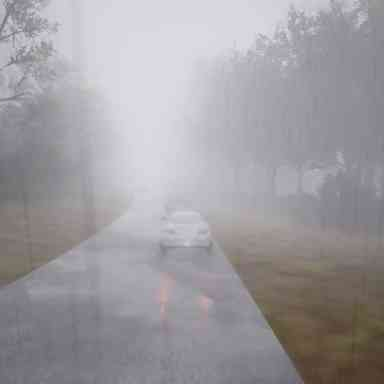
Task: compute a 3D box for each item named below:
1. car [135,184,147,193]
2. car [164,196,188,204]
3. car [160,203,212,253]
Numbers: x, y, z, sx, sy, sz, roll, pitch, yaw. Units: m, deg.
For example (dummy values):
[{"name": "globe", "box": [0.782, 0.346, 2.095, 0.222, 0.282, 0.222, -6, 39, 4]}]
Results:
[{"name": "car", "box": [-8.972, -0.673, 57.751, 2.033, 1.411, 5.357, 2, 3, -12]}, {"name": "car", "box": [-1.287, 1.034, 27.711, 1.994, 1.385, 4.181, 1, 3, -6]}, {"name": "car", "box": [-0.258, 1.420, 13.168, 1.812, 1.442, 4.674, 0, 1, -2]}]
